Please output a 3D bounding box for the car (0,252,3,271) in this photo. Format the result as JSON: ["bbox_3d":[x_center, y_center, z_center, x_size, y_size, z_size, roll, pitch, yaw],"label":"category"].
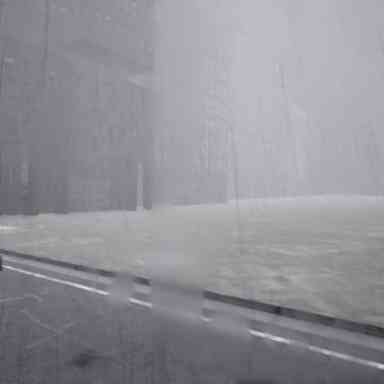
[{"bbox_3d":[-6.916,1.565,8.923,4.181,1.385,1.994,0,0,35],"label":"car"}]
